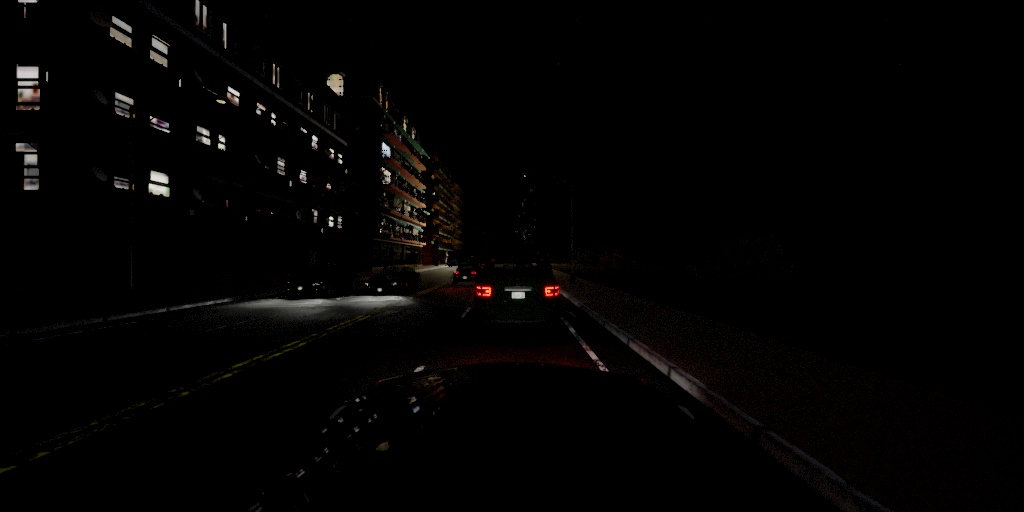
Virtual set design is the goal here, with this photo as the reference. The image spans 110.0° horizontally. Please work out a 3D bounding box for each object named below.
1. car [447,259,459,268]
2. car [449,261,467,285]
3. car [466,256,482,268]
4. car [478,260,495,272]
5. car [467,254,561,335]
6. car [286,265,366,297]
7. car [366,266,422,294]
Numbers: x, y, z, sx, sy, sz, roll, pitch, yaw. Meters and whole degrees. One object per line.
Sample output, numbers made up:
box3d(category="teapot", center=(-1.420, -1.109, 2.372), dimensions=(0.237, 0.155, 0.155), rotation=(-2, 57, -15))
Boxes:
box3d(category="car", center=(-9.824, 1.278, 61.451), dimensions=(1.812, 1.442, 4.674), rotation=(0, 0, 0))
box3d(category="car", center=(-3.153, 1.280, 26.291), dimensions=(1.812, 1.442, 4.674), rotation=(0, 0, 0))
box3d(category="car", center=(-6.569, 0.976, 62.648), dimensions=(2.150, 2.045, 5.566), rotation=(0, 0, 0))
box3d(category="car", center=(-3.152, 1.255, 45.441), dimensions=(1.837, 1.490, 4.892), rotation=(0, -1, 0))
box3d(category="car", center=(0.100, 0.973, 10.715), dimensions=(2.150, 2.045, 5.566), rotation=(0, 0, -1))
box3d(category="car", center=(-9.854, 1.258, 19.084), dimensions=(1.837, 1.490, 4.892), rotation=(0, 0, 0))
box3d(category="car", center=(-6.605, 1.300, 20.556), dimensions=(2.033, 1.411, 5.357), rotation=(0, 0, 0))
